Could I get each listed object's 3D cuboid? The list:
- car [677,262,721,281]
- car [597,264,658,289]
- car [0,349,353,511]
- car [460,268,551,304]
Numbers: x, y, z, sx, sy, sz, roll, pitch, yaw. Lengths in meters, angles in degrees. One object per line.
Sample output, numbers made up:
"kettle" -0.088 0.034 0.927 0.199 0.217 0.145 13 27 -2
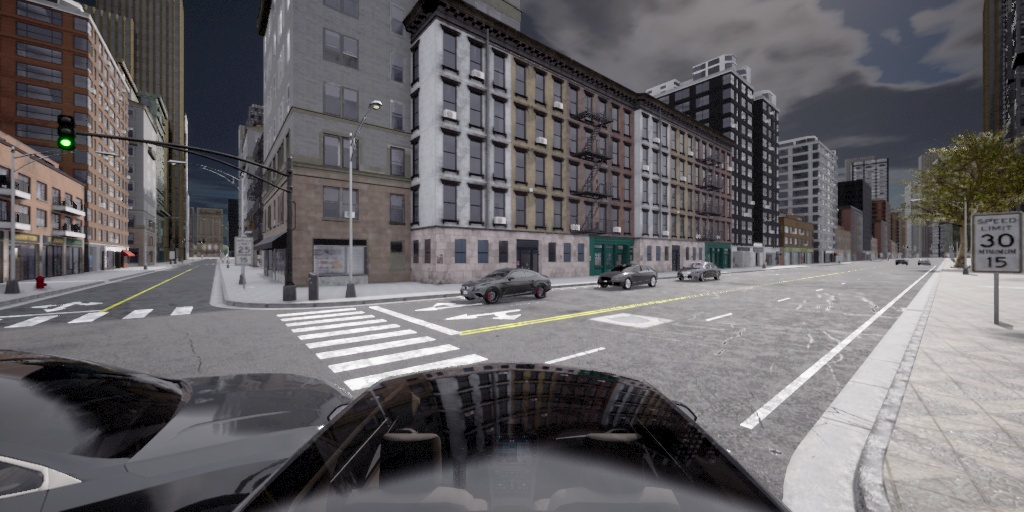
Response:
"car" 15.420 1.233 29.482 4.902 1.511 2.128 0 0 -39
"car" 7.464 1.256 22.946 4.892 1.490 1.837 0 0 -39
"car" -3.237 1.257 1.661 4.892 1.490 1.837 0 0 -35
"car" -0.177 1.286 16.658 4.674 1.442 1.812 0 0 -39
